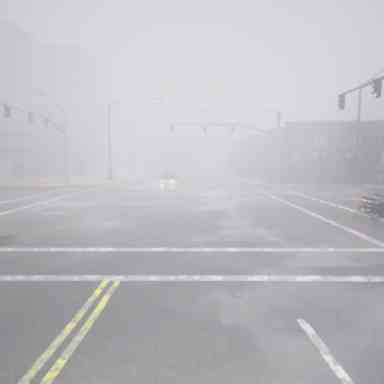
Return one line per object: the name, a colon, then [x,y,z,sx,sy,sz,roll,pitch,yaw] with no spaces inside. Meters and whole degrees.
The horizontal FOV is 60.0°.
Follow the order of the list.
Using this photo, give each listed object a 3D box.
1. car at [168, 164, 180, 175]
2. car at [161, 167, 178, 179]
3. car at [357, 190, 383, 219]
car: [-3.452,-4.449,64.783,2.150,2.045,5.566,0,5,1]
car: [-3.529,-2.587,49.014,1.895,1.301,4.718,0,5,0]
car: [9.780,0.610,14.319,4.902,1.511,2.128,1,5,0]
